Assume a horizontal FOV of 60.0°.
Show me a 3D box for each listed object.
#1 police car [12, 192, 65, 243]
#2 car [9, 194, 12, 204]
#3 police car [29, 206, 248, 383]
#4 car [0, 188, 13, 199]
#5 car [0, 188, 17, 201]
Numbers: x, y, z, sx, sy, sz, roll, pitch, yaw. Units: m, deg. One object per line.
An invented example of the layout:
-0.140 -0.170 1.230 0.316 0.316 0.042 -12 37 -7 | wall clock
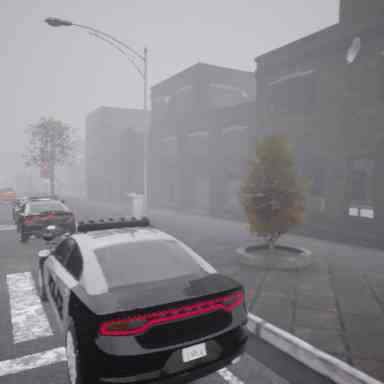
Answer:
-6.291 1.008 14.031 1.930 1.638 5.238 -2 2 -30 | police car
-9.239 0.975 19.138 1.812 1.442 4.674 -2 2 -30 | car
-1.277 1.243 5.371 1.930 1.638 5.238 -2 2 -30 | police car
-27.874 0.205 49.446 2.033 1.411 5.357 -2 2 -30 | car
-21.483 0.302 38.423 2.097 1.767 4.553 -2 2 -30 | car
